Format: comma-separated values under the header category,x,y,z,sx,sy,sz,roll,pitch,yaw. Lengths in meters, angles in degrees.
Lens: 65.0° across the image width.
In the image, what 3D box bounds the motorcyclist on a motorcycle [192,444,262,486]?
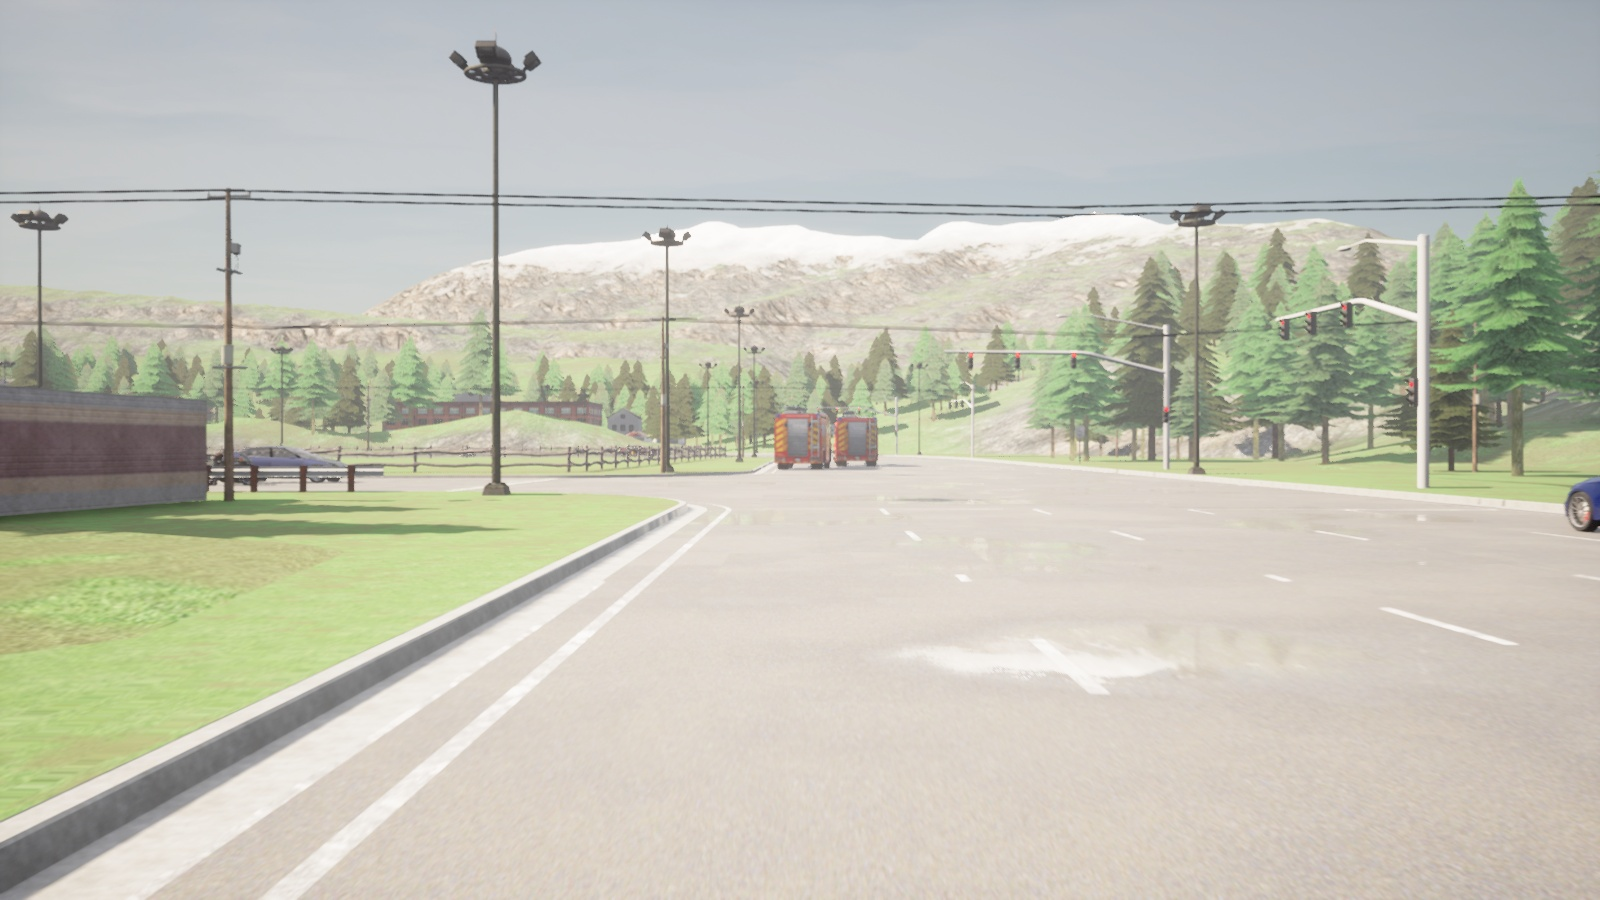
category,x,y,z,sx,sy,sz,roll,pitch,yaw
motorcyclist on a motorcycle,-21.196,0.555,46.475,2.191,1.530,0.866,0,0,0

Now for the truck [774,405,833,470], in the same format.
category,x,y,z,sx,sy,sz,roll,pitch,yaw
truck,0.314,-0.774,78.652,2.891,3.827,8.468,0,0,6

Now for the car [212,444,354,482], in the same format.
category,x,y,z,sx,sy,sz,roll,pitch,yaw
car,-20.516,0.504,49.977,4.792,1.488,2.163,0,0,0

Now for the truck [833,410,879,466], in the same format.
category,x,y,z,sx,sy,sz,roll,pitch,yaw
truck,3.901,-0.820,89.201,2.891,3.827,8.468,0,0,0

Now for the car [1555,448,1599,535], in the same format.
category,x,y,z,sx,sy,sz,roll,pitch,yaw
car,14.099,0.694,19.622,1.812,1.442,4.674,0,0,0
